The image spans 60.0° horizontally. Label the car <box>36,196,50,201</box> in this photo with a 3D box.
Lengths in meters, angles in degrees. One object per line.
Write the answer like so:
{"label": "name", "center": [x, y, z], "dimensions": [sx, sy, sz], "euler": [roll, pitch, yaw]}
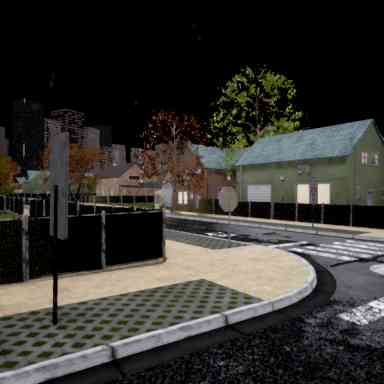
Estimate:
{"label": "car", "center": [-20.319, 1.270, 45.867], "dimensions": [1.837, 1.490, 4.892], "euler": [1, 0, -37]}
